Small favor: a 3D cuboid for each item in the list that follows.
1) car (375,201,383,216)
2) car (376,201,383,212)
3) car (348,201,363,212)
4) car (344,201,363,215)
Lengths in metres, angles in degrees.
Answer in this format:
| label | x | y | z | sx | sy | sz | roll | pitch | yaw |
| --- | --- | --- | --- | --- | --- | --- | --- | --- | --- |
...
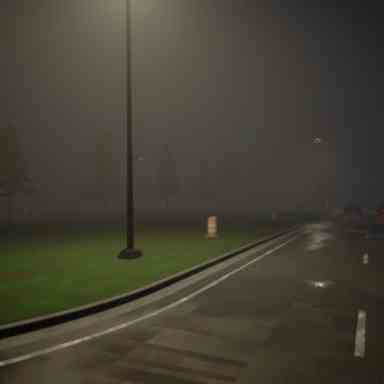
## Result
| label | x | y | z | sx | sy | sz | roll | pitch | yaw |
| --- | --- | --- | --- | --- | --- | --- | --- | --- | --- |
| car | 22.498 | 1.905 | 38.429 | 2.128 | 1.511 | 4.902 | -1 | -1 | 29 |
| car | 27.364 | 2.022 | 47.598 | 1.837 | 1.490 | 4.892 | -1 | -1 | 28 |
| car | 24.280 | 2.098 | 49.252 | 1.837 | 1.490 | 4.892 | -1 | -1 | 28 |
| car | 19.473 | 1.982 | 40.191 | 2.128 | 1.511 | 4.902 | -1 | -1 | 29 |
